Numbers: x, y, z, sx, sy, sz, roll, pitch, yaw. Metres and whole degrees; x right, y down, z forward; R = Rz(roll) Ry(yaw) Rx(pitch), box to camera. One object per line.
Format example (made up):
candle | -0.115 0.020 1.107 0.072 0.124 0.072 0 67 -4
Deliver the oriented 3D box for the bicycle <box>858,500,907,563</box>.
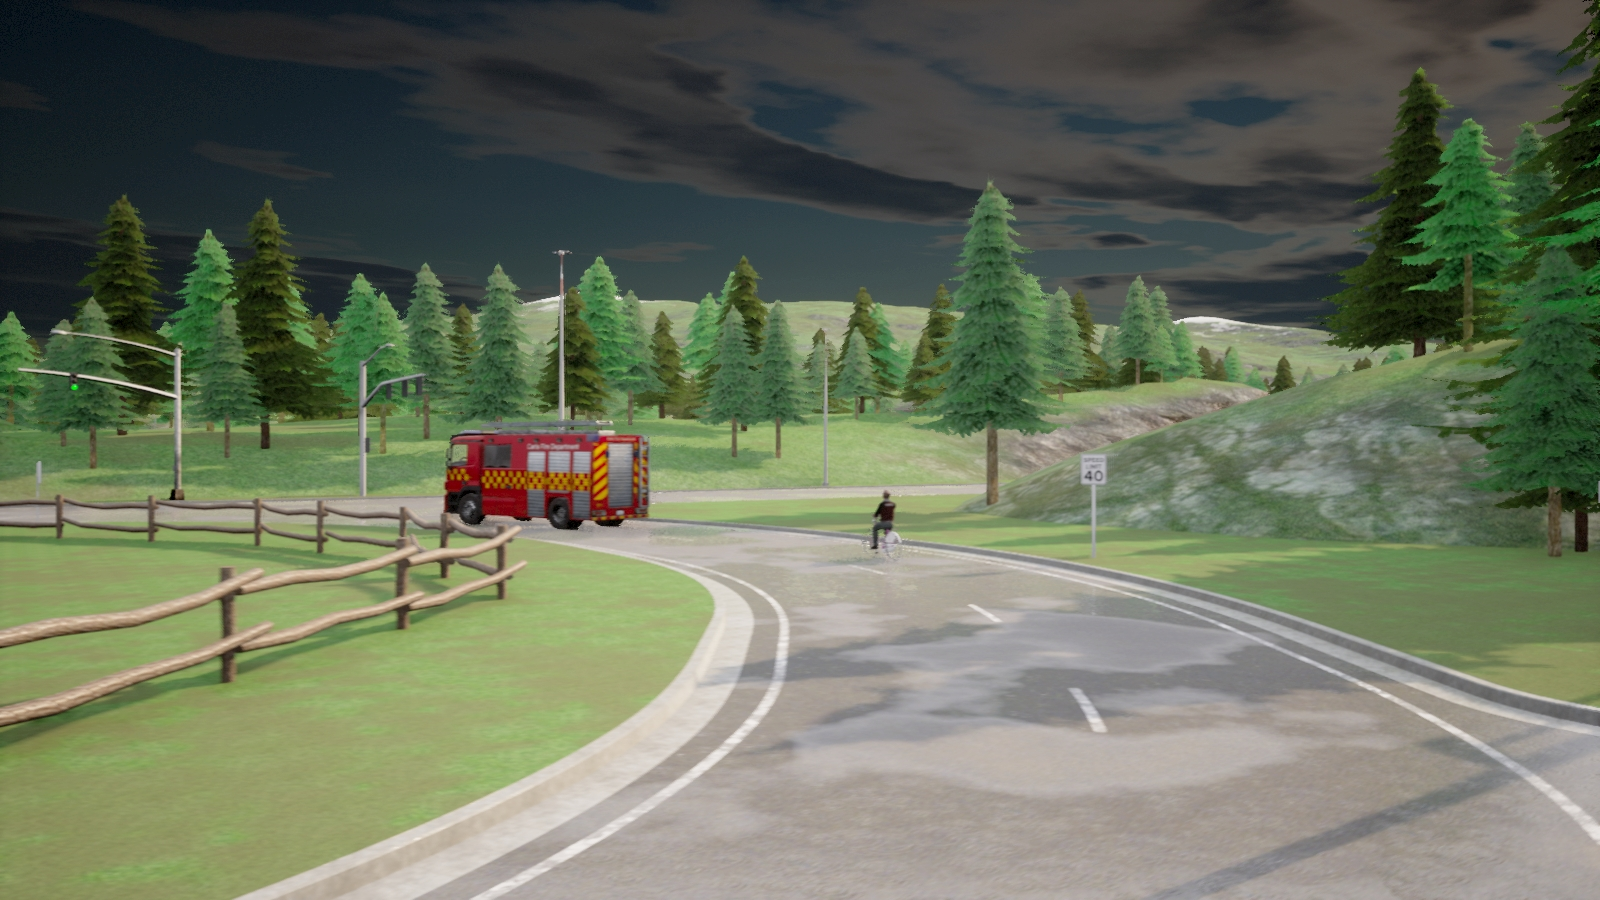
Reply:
bicycle | 2.097 2.060 29.298 0.329 1.471 1.835 -1 1 -27

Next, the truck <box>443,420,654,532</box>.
truck | -9.528 0.891 42.695 8.468 3.827 2.891 0 0 37
